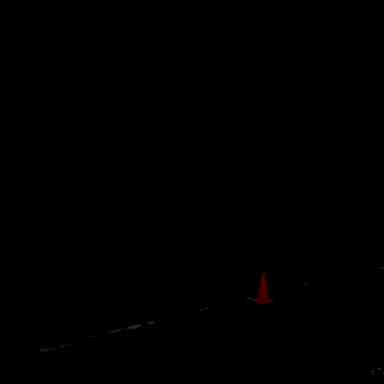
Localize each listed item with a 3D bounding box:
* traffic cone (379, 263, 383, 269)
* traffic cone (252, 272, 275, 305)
[{"bbox_3d":[5.666,1.933,9.623,0.340,0.580,0.340,0,0,-33],"label":"traffic cone"},{"bbox_3d":[1.472,1.942,6.817,0.340,0.580,0.340,0,0,-34],"label":"traffic cone"}]
